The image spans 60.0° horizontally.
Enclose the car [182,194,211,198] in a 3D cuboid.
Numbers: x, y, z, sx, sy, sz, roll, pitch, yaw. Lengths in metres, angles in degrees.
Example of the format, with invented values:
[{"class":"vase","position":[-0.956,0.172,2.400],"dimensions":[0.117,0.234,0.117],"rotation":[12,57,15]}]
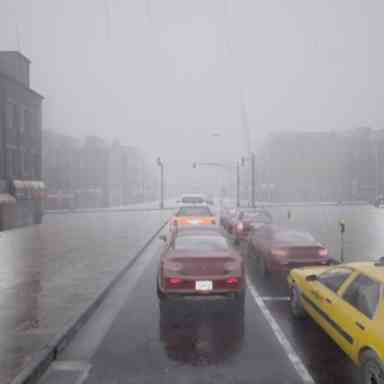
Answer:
[{"class":"car","position":[0.078,1.228,25.847],"dimensions":[2.150,2.045,5.566],"rotation":[0,0,1]}]

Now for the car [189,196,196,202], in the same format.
[{"class":"car","position":[0.145,1.700,83.210],"dimensions":[1.837,1.490,4.892],"rotation":[0,0,0]}]

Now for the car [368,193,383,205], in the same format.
[{"class":"car","position":[24.440,0.835,41.295],"dimensions":[4.892,1.490,1.837],"rotation":[-2,0,0]}]

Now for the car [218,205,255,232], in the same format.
[{"class":"car","position":[2.669,1.583,20.806],"dimensions":[1.802,1.307,4.206],"rotation":[0,0,0]}]

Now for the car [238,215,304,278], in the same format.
[{"class":"car","position":[2.650,1.578,9.873],"dimensions":[1.802,1.307,4.206],"rotation":[0,0,0]}]

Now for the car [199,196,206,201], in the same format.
[{"class":"car","position":[2.788,1.774,90.732],"dimensions":[1.752,1.417,4.829],"rotation":[-1,0,0]}]

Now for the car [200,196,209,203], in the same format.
[{"class":"car","position":[2.759,1.605,74.356],"dimensions":[1.967,1.590,4.097],"rotation":[-1,0,0]}]

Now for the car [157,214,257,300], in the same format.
[{"class":"car","position":[0.139,1.522,8.306],"dimensions":[1.812,1.442,4.674],"rotation":[0,0,-2]}]

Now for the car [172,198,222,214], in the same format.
[{"class":"car","position":[0.113,1.350,15.751],"dimensions":[2.097,1.767,4.553],"rotation":[0,0,0]}]

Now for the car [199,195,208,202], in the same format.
[{"class":"car","position":[2.768,1.631,79.758],"dimensions":[1.967,1.590,4.097],"rotation":[-1,0,0]}]

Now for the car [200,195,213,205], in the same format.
[{"class":"car","position":[2.739,1.432,63.551],"dimensions":[2.192,1.841,5.009],"rotation":[-1,0,0]}]

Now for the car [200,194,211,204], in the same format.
[{"class":"car","position":[2.748,1.455,68.954],"dimensions":[2.192,1.841,5.009],"rotation":[-1,0,0]}]

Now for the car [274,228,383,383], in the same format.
[{"class":"car","position":[2.641,1.523,4.575],"dimensions":[1.752,1.417,4.829],"rotation":[0,0,0]}]

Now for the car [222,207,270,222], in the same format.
[{"class":"car","position":[2.659,1.437,15.339],"dimensions":[1.967,1.590,4.097],"rotation":[0,0,0]}]
